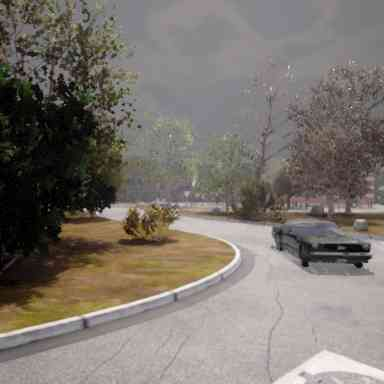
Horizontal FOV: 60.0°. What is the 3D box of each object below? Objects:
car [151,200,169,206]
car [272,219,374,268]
[{"bbox_3d":[-3.598,1.659,36.345,2.128,1.511,4.902,1,-1,-14],"label":"car"},{"bbox_3d":[4.252,1.657,11.604,1.895,1.301,4.718,1,-1,0],"label":"car"}]
